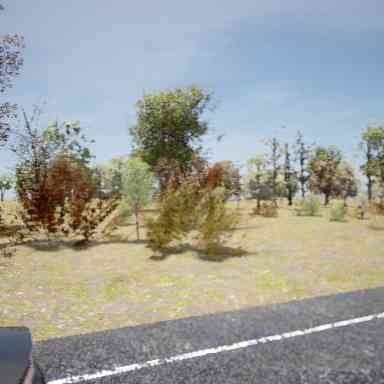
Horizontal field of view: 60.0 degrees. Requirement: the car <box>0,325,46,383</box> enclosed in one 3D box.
[{"bbox_3d":[-3.395,1.576,1.678,4.902,1.511,2.128,0,-2,-23],"label":"car"}]
